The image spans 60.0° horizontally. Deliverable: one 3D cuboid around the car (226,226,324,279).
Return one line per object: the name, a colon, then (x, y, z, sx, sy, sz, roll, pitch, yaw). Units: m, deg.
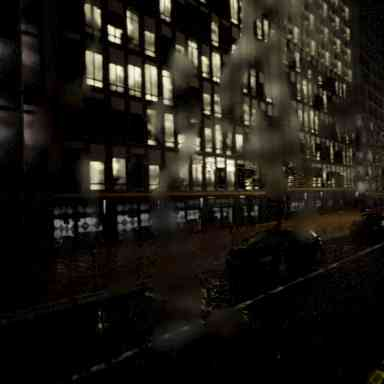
car: (2.866, 1.841, 10.977, 2.008, 1.369, 4.403, -4, -3, 43)

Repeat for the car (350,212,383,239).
car: (10.578, 1.879, 19.327, 2.008, 1.369, 4.403, -4, -3, 43)
